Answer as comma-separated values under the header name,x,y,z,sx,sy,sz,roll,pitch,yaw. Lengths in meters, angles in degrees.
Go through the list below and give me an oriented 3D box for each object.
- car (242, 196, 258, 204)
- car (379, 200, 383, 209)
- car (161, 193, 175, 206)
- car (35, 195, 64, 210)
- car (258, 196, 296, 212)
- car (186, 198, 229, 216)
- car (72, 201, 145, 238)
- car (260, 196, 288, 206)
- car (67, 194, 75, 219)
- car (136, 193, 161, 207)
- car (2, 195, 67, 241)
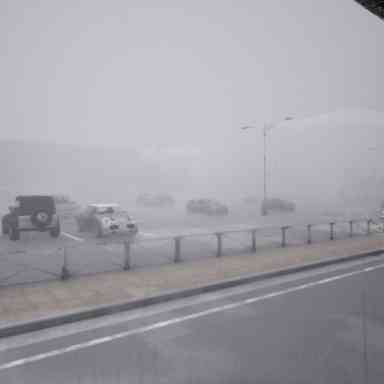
name,x,y,z,sx,sy,sz,roll,pitch,yaw
car,10.772,1.389,59.532,1.845,1.501,3.633,0,0,-36
car,23.521,1.343,36.559,2.152,1.636,5.027,0,0,-36
car,-4.369,1.108,48.755,1.932,1.855,4.605,0,0,-36
car,-16.851,1.160,39.223,2.152,1.636,5.027,0,0,-36
car,9.425,1.330,35.838,1.845,1.501,3.633,0,0,-36
car,1.302,1.305,30.017,2.007,1.523,4.514,0,0,-36
car,-4.212,1.364,16.447,1.970,1.475,3.806,0,0,-36
car,12.704,1.398,51.772,1.970,1.475,3.806,0,0,-36
car,-9.210,1.102,23.296,1.932,1.855,4.605,0,0,-36
car,-6.482,1.087,46.719,1.905,1.878,3.866,0,0,-36
car,-7.264,1.080,14.994,1.905,1.878,3.866,0,0,-36
